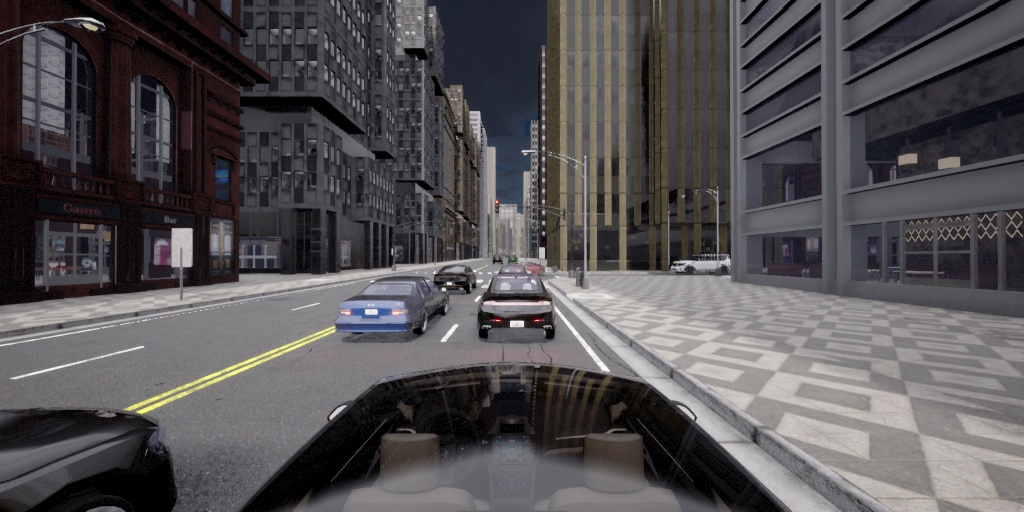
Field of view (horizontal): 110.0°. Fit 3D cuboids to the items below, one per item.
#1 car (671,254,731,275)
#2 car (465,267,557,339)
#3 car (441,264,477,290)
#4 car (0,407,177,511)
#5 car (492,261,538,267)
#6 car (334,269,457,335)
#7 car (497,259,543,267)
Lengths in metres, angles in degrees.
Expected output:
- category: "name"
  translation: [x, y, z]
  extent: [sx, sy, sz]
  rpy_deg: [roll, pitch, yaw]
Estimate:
- category: "car"
  translation: [18.967, 0.835, 35.840]
  extent: [5.566, 2.045, 2.150]
  rpy_deg: [0, 0, 0]
- category: "car"
  translation: [0.119, 1.238, 10.082]
  extent: [2.128, 1.511, 4.902]
  rpy_deg: [0, 0, 0]
- category: "car"
  translation: [-3.104, 1.210, 20.271]
  extent: [1.882, 1.535, 5.008]
  rpy_deg: [0, 0, 0]
- category: "car"
  translation: [-3.151, 1.241, 0.357]
  extent: [2.128, 1.511, 4.902]
  rpy_deg: [0, 0, 0]
- category: "car"
  translation: [0.042, 1.225, 19.512]
  extent: [2.128, 1.511, 4.902]
  rpy_deg: [0, 0, 0]
- category: "car"
  translation: [-3.130, 1.293, 10.502]
  extent: [2.033, 1.411, 5.357]
  rpy_deg: [0, 0, 0]
- category: "car"
  translation: [1.011, 1.267, 34.661]
  extent: [4.181, 1.385, 1.994]
  rpy_deg: [0, 0, -15]
